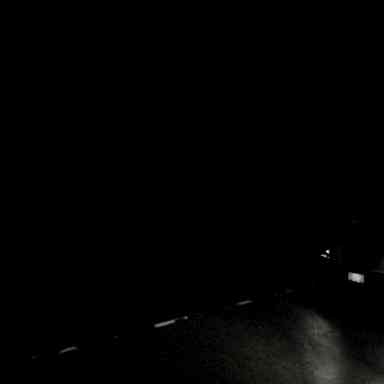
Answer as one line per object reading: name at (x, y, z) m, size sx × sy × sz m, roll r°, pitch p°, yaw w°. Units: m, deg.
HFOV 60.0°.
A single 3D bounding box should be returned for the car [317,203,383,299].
car at (5.286, 1.231, 7.746) m, size 5.566 × 2.045 × 2.150 m, roll 0°, pitch 0°, yaw -35°
